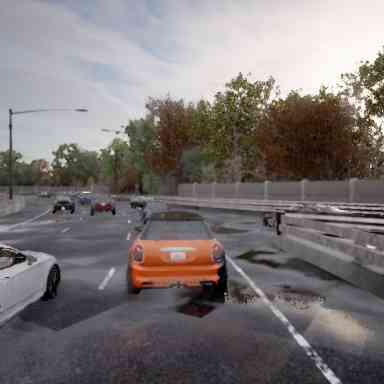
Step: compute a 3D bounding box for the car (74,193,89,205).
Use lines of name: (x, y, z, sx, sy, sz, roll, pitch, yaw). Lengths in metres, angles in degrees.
car: (-15.582, 0.943, 49.045, 2.097, 1.767, 4.553, 0, 1, -26)

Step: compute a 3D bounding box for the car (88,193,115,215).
car: (-8.295, 1.094, 30.857, 2.097, 1.767, 4.553, 0, 0, -17)

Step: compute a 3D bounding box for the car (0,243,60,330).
car: (-3.648, 1.481, 5.181, 1.812, 1.442, 4.674, 0, 0, -2)

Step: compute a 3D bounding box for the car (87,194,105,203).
car: (-16.797, 1.083, 58.200, 1.994, 1.385, 4.181, 0, 0, -31)

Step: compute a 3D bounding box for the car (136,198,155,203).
car: (-2.449, 1.362, 22.147, 2.033, 1.411, 5.357, 0, 0, -12)

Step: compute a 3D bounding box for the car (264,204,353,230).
car: (6.061, 1.370, 17.771, 2.128, 1.511, 4.902, -1, 1, -38)

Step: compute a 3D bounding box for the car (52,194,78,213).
car: (-12.540, 1.231, 32.766, 1.837, 1.490, 4.892, 0, 0, -18)

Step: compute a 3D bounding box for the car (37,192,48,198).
car: (-37.066, 0.832, 83.093, 4.674, 1.442, 1.812, 0, 1, 43)

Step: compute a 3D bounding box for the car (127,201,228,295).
car: (-0.453, 1.278, 8.758, 2.097, 1.767, 4.553, 0, 0, -5)

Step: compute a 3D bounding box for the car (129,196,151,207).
car: (-5.239, 1.183, 35.245, 1.882, 1.535, 5.008, 0, 1, -26)

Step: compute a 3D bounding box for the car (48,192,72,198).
car: (-19.636, 1.081, 49.271, 2.128, 1.511, 4.902, 0, 1, -28)
